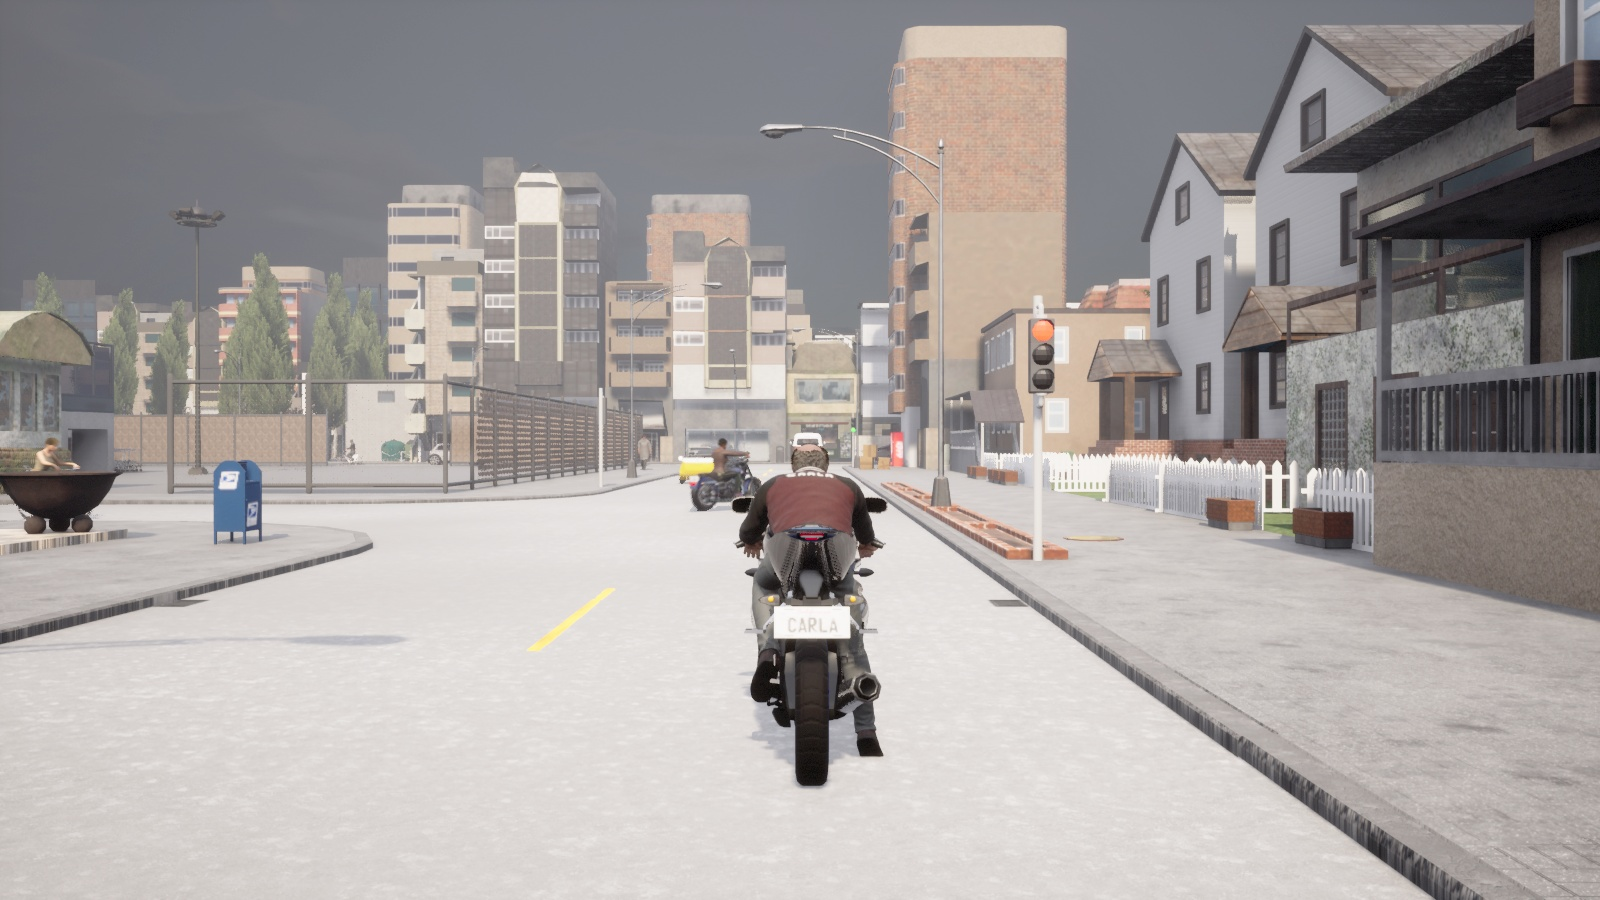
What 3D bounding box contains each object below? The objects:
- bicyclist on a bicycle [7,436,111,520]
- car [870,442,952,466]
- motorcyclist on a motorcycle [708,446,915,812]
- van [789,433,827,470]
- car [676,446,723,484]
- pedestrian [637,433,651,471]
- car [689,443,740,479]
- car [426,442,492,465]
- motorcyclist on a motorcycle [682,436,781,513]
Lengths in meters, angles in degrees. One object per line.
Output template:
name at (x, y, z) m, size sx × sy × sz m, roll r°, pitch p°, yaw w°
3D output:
bicyclist on a bicycle at (-14.465, 0.533, 24.545) m, size 1.509 × 1.612 × 0.866 m, roll 0°, pitch 0°, yaw 1°
car at (7.224, 0.246, 81.932) m, size 4.902 × 1.511 × 2.128 m, roll 0°, pitch 0°, yaw -11°
motorcyclist on a motorcycle at (0.050, 0.746, 6.352) m, size 0.866 × 1.530 × 2.191 m, roll 0°, pitch 0°, yaw 0°
van at (0.435, 0.071, 70.818) m, size 2.069 × 2.038 × 4.480 m, roll 0°, pitch 0°, yaw 0°
car at (-3.681, 0.537, 46.247) m, size 1.481 × 1.376 × 2.207 m, roll 0°, pitch 0°, yaw 1°
pedestrian at (-7.941, 0.088, 64.087) m, size 0.659 × 1.952 × 0.873 m, roll 0°, pitch 0°, yaw -11°
car at (-3.660, 0.441, 54.512) m, size 1.837 × 1.490 × 4.892 m, roll 0°, pitch 0°, yaw 1°
car at (-22.269, 0.230, 82.157) m, size 3.806 × 1.475 × 1.970 m, roll 0°, pitch 0°, yaw 1°
motorcyclist on a motorcycle at (-1.501, 0.538, 28.012) m, size 0.766 × 1.649 × 2.350 m, roll -2°, pitch -1°, yaw 41°
